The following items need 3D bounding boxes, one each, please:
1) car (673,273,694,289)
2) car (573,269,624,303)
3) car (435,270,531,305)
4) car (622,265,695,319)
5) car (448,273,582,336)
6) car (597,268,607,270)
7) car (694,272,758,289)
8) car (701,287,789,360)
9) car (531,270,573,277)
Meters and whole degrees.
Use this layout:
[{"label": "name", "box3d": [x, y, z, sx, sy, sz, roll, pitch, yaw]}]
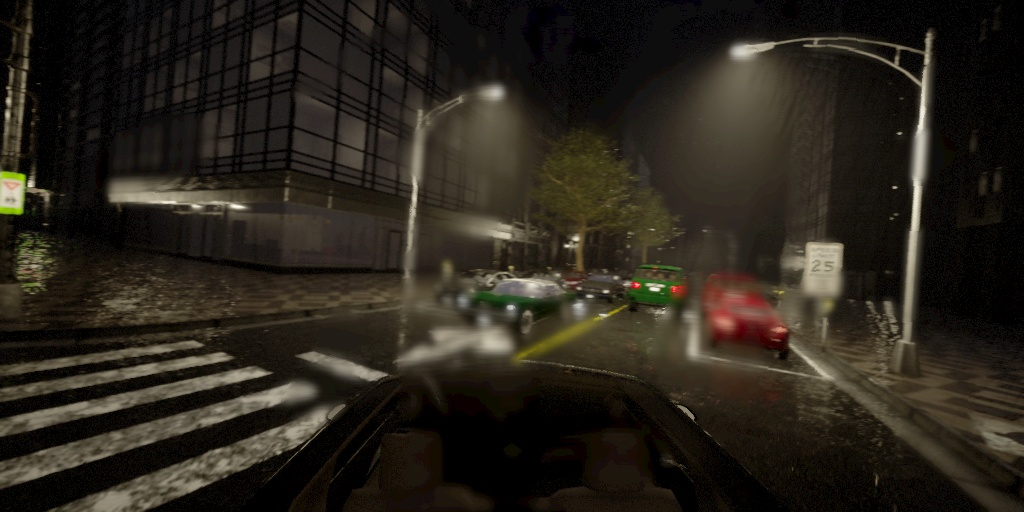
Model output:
[{"label": "car", "box3d": [19.284, 2.734, 40.124, 1.837, 1.490, 4.892, 4, 0, 27]}, {"label": "car", "box3d": [5.108, 1.675, 19.910, 2.033, 1.411, 5.357, 4, 0, 27]}, {"label": "car", "box3d": [-1.162, 1.216, 13.950, 1.948, 1.339, 4.313, 0, 0, 28]}, {"label": "car", "box3d": [6.800, 1.481, 16.233, 2.150, 2.045, 5.566, 5, 0, 28]}, {"label": "car", "box3d": [0.360, 1.370, 10.830, 1.895, 1.301, 4.718, 4, 0, 28]}, {"label": "car", "box3d": [6.672, 1.687, 28.933, 1.967, 1.591, 4.097, 0, 0, 28]}, {"label": "car", "box3d": [8.976, 1.746, 14.983, 2.192, 1.841, 5.009, 0, 0, 28]}, {"label": "car", "box3d": [6.365, 1.816, 9.989, 1.802, 1.307, 4.207, 0, 0, 28]}, {"label": "car", "box3d": [1.450, 1.413, 18.945, 1.948, 1.339, 4.313, 0, 0, 28]}]
